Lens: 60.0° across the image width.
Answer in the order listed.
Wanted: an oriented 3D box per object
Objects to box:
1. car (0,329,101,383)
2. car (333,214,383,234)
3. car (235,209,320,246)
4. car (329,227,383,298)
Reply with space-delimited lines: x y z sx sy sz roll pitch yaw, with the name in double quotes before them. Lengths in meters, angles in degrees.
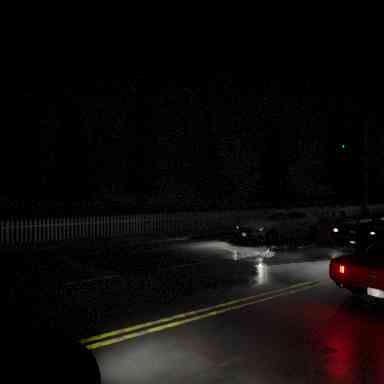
"car" -2.819 1.526 1.759 4.674 1.442 1.812 0 0 -36
"car" 7.904 1.601 13.944 4.718 1.301 1.895 0 0 -36
"car" 4.103 1.526 15.512 4.674 1.442 1.812 0 0 -36
"car" 5.254 1.601 7.519 4.718 1.301 1.895 0 0 -35
